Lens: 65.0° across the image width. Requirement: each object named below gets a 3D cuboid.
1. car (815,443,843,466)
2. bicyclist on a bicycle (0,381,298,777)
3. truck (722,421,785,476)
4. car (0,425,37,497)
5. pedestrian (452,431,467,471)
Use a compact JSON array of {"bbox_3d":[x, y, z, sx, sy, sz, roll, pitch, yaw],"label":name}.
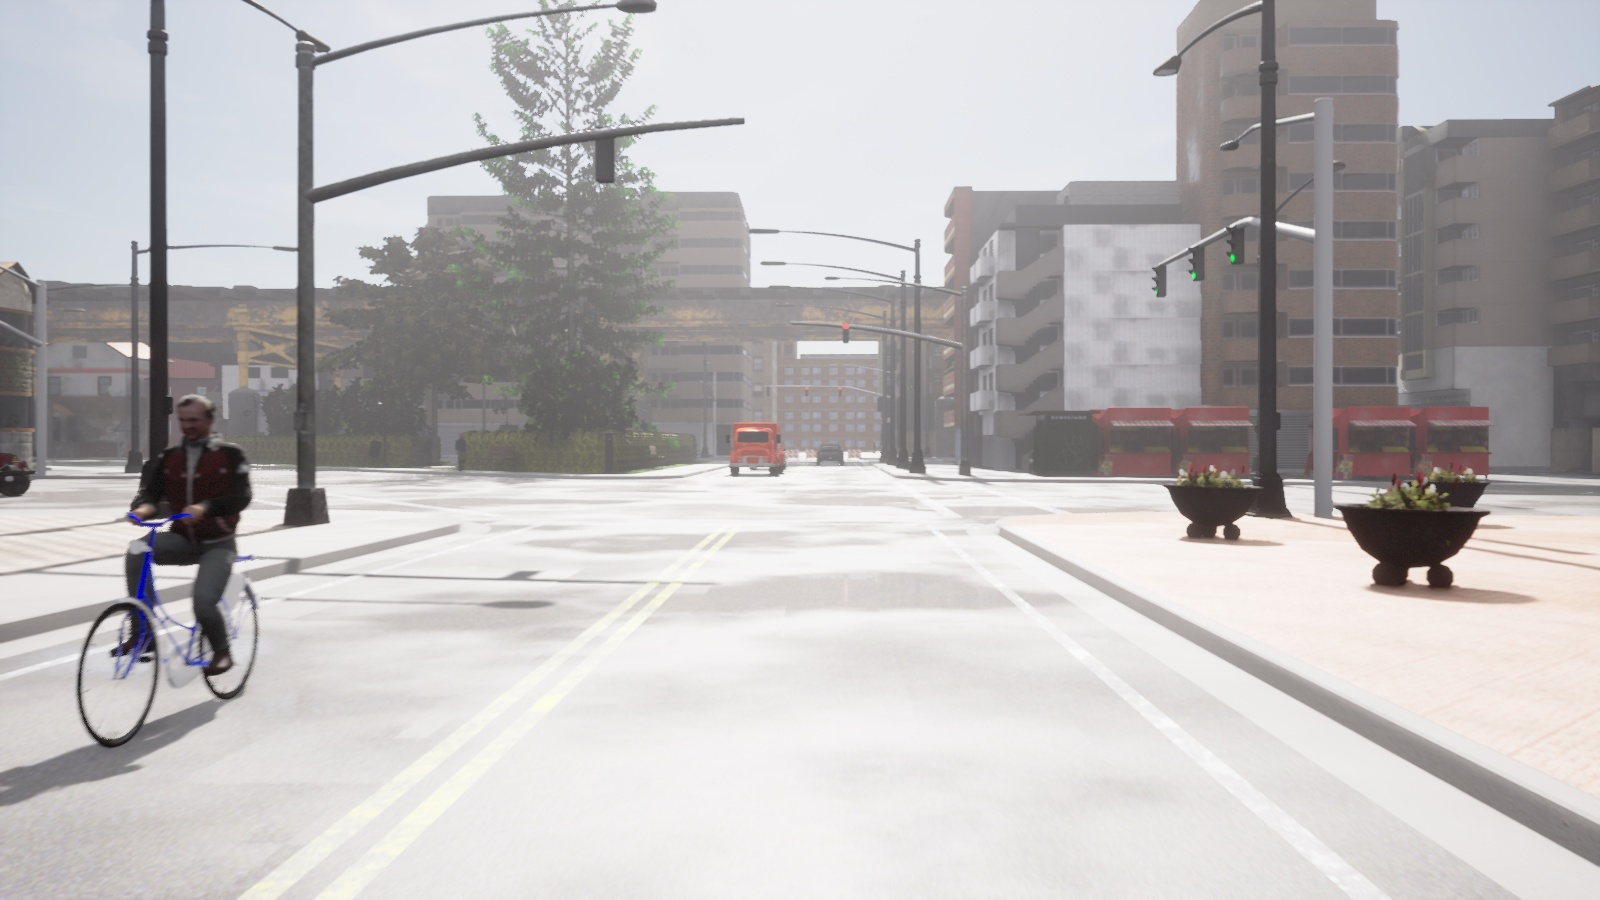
[{"bbox_3d":[1.986,0.276,84.627,1.837,1.490,4.892,0,0,1],"label":"car"},{"bbox_3d":[-3.339,0.576,6.559,0.659,1.776,1.843,0,0,1],"label":"bicyclist on a bicycle"},{"bbox_3d":[-2.112,-0.068,59.028,2.627,2.467,5.204,0,0,1],"label":"truck"},{"bbox_3d":[-22.941,0.280,33.654,3.866,1.878,1.905,0,0,2],"label":"car"},{"bbox_3d":[-15.826,0.050,58.430,0.402,1.842,0.726,0,0,-41],"label":"pedestrian"}]
